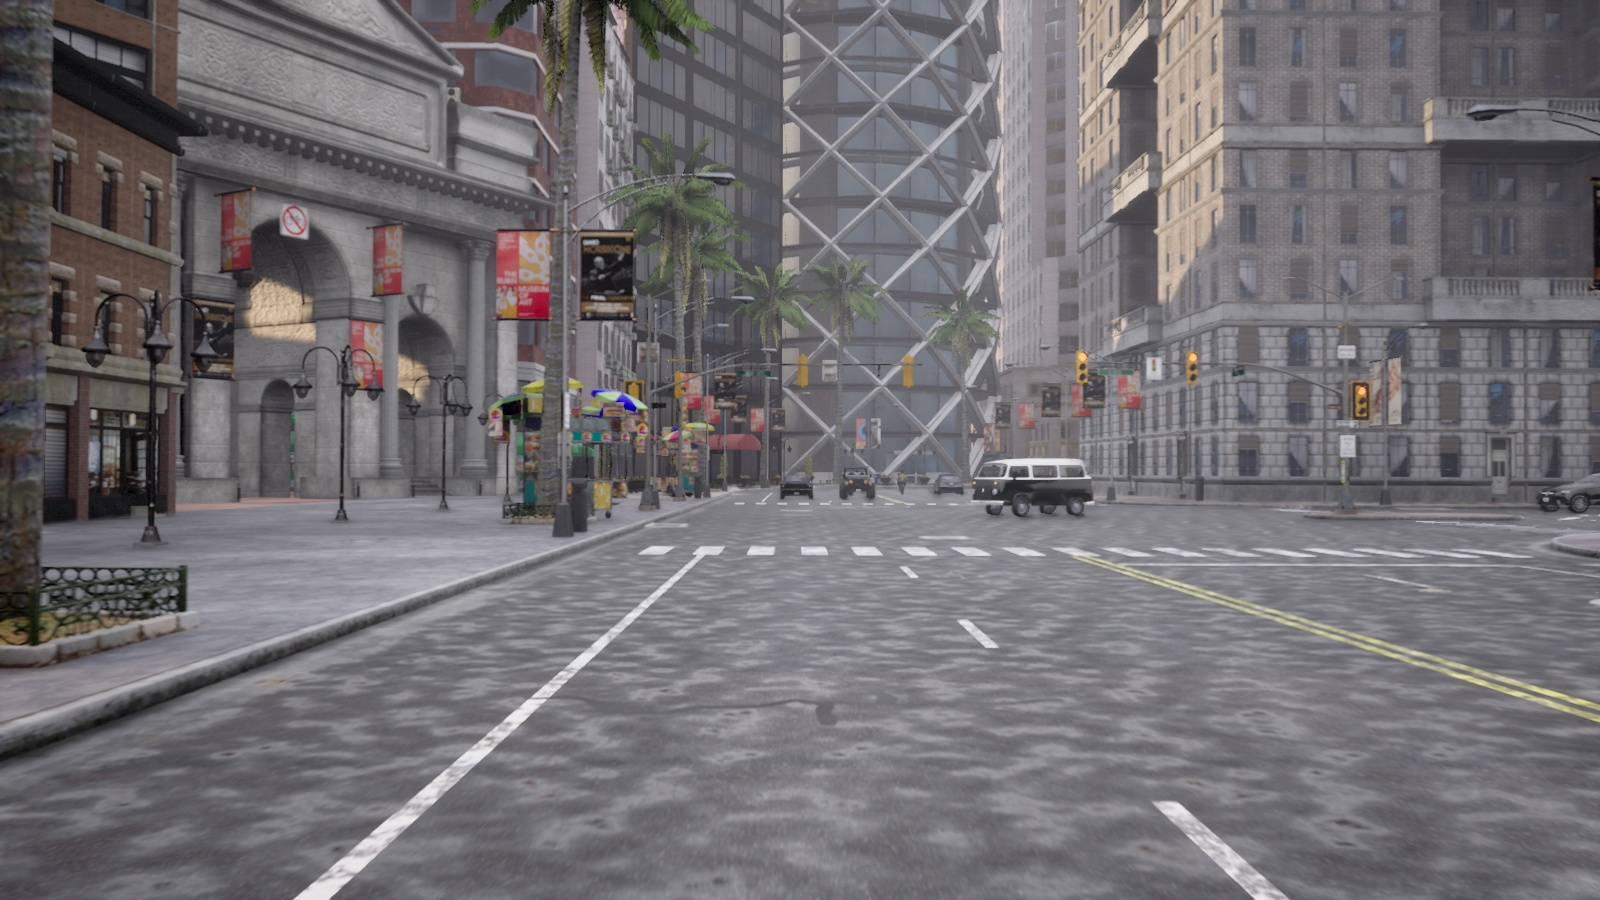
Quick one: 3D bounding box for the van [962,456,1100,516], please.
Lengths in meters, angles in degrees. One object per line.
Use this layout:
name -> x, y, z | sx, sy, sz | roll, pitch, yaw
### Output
van -> 8.189, 1.250, 44.493 | 4.480, 2.038, 2.069 | 0, -2, -30

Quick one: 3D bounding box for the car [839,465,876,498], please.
car -> 3.276, 1.807, 72.183 | 1.905, 1.878, 3.866 | 0, -1, -1

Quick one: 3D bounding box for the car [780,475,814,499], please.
car -> -0.175, 2.114, 71.584 | 1.895, 1.301, 4.718 | 0, -1, 0

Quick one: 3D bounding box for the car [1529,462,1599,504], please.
car -> 32.840, 1.318, 51.160 | 5.027, 1.651, 2.152 | 0, -1, -1

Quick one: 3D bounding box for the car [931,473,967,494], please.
car -> 10.384, 2.291, 87.847 | 2.033, 1.411, 5.357 | 0, -1, 2
